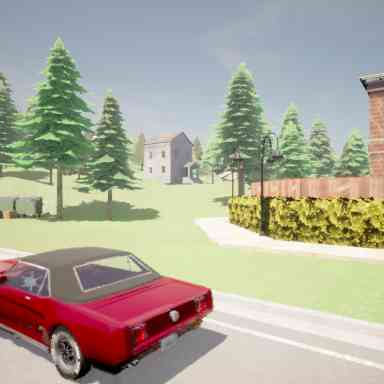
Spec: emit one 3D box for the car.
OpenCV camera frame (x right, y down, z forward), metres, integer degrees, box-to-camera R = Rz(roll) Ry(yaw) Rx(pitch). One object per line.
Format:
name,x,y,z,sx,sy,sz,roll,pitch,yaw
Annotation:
car,-2.088,1.600,5.479,4.718,1.301,1.895,0,0,36
